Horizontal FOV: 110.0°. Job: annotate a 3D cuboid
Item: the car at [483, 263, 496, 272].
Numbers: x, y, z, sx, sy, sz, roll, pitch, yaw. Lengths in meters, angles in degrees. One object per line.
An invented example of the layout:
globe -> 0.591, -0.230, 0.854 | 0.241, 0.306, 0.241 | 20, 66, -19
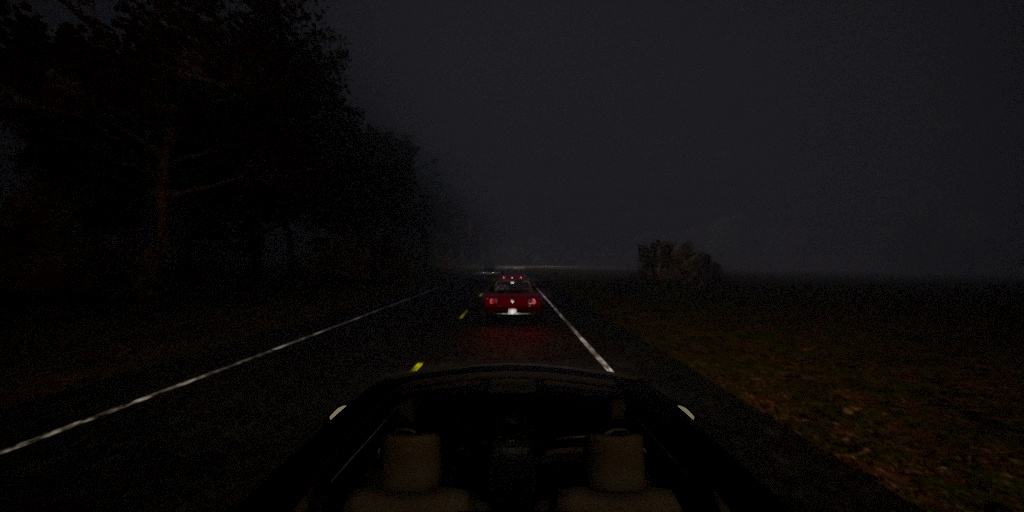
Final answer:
car -> -3.565, 1.913, 58.491 | 2.033, 1.411, 5.357 | 0, -1, 1

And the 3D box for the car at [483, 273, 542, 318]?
car -> 0.040, 1.482, 13.510 | 1.895, 1.301, 4.718 | 0, -1, 1

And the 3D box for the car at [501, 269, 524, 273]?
car -> 0.037, 1.647, 28.506 | 1.895, 1.301, 4.718 | 0, -1, 1
